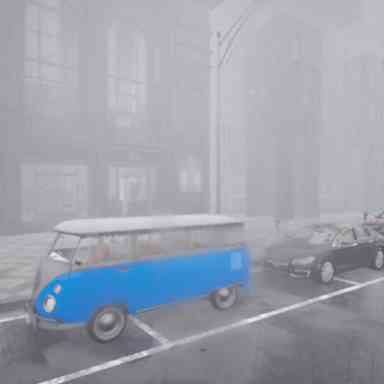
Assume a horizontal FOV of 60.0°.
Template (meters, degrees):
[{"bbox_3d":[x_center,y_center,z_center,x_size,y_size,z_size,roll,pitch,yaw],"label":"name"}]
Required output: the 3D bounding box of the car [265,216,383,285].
[{"bbox_3d":[3.853,1.555,9.399,4.403,1.369,2.008,0,0,-36],"label":"car"}]

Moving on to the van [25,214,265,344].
[{"bbox_3d":[-0.720,1.343,6.135,3.998,1.788,1.690,0,0,-36],"label":"van"}]

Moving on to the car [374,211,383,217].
[{"bbox_3d":[8.426,1.323,12.662,5.009,1.841,2.192,0,0,-36],"label":"car"}]
